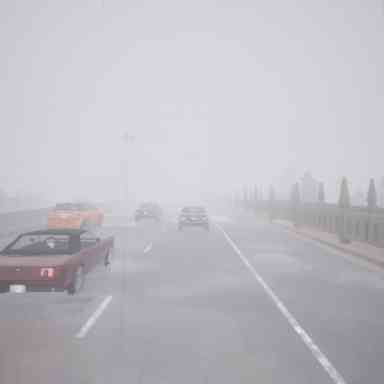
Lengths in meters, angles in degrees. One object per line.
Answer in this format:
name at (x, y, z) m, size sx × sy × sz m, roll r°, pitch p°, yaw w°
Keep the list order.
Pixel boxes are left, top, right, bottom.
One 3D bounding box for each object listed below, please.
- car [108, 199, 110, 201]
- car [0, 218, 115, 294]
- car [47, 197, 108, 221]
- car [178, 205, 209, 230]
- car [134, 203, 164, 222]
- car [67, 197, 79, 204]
car at (-14.879, 1.649, 56.220) m, size 1.812 × 1.442 × 4.674 m, roll 0°, pitch 0°, yaw -6°
car at (-3.398, 1.603, 8.725) m, size 1.895 × 1.301 × 4.718 m, roll 0°, pitch 0°, yaw 0°
car at (-6.895, 1.366, 20.073) m, size 2.097 × 1.767 × 4.553 m, roll 0°, pitch 0°, yaw 0°
car at (0.104, 1.564, 21.242) m, size 2.033 × 1.411 × 5.357 m, roll 0°, pitch 0°, yaw 0°
car at (-3.394, 1.575, 26.734) m, size 2.033 × 1.411 × 5.357 m, roll 0°, pitch 0°, yaw 0°
car at (-24.662, 1.759, 69.175) m, size 1.994 × 1.385 × 4.181 m, roll 0°, pitch 0°, yaw -15°
